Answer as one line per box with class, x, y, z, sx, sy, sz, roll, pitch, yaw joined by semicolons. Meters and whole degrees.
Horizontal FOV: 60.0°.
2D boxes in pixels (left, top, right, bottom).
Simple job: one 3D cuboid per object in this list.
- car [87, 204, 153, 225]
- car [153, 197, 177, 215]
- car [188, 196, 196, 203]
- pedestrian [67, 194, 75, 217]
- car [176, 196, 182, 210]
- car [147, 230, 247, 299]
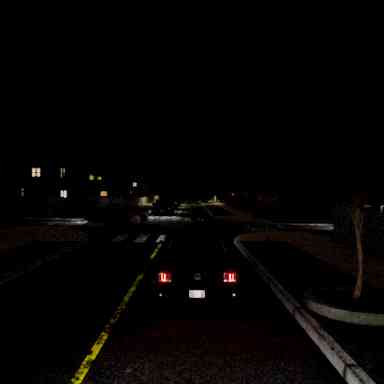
car;-5.190;1.520;23.503;4.181;1.385;1.994;1;-1;0
car;-2.879;1.547;34.138;1.837;1.490;4.892;0;0;1
car;-0.005;1.695;75.456;1.837;1.490;4.892;0;0;0
pedestrian;-9.631;1.046;26.420;0.375;1.860;0.375;0;-2;0
car;-2.849;1.420;44.234;2.097;1.767;4.553;0;0;0
car;0.098;1.605;8.391;1.895;1.301;4.718;0;0;0
